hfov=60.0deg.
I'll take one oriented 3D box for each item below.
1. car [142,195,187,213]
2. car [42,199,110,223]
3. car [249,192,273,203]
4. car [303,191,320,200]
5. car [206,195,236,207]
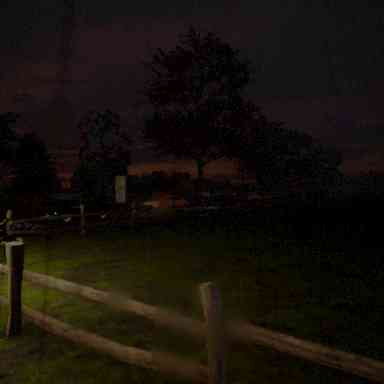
[{"bbox_3d":[-2.455,1.078,31.010,1.882,1.535,5.008,0,1,37],"label":"car"},{"bbox_3d":[-8.059,1.270,23.463,1.837,1.490,4.892,0,1,37],"label":"car"},{"bbox_3d":[9.828,0.729,47.469,1.882,1.535,5.008,0,1,37],"label":"car"},{"bbox_3d":[20.450,0.526,56.924,1.837,1.490,4.892,0,1,36],"label":"car"},{"bbox_3d":[3.447,0.995,38.930,1.994,1.385,4.181,0,1,38],"label":"car"}]
